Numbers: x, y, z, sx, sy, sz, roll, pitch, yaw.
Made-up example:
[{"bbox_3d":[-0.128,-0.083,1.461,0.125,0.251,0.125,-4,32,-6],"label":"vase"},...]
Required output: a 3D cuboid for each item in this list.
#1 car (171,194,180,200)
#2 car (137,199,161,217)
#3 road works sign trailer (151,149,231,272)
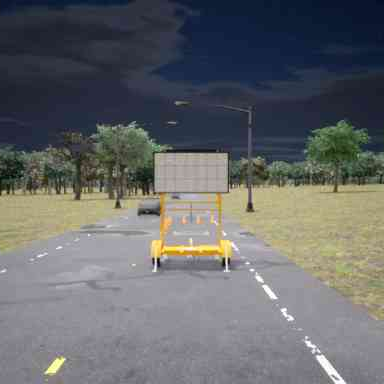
[{"bbox_3d":[-3.685,1.059,73.460,2.033,1.411,5.357,0,1,0],"label":"car"},{"bbox_3d":[-3.672,1.367,29.835,1.882,1.535,5.008,0,0,0],"label":"car"},{"bbox_3d":[-0.026,0.445,10.692,2.380,3.560,2.880,0,0,0],"label":"road works sign trailer"}]
